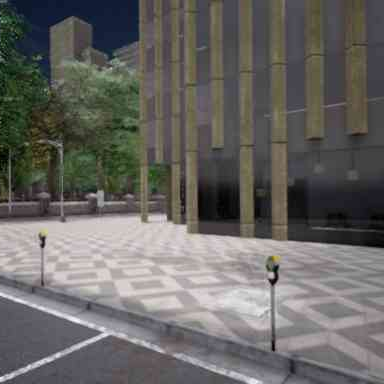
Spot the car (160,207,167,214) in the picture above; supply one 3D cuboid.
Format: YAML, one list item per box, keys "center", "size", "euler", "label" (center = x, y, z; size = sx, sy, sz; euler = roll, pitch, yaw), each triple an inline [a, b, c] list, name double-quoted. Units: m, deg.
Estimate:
- center: [-3.098, 2.721, 52.719]
  size: [1.837, 1.490, 4.892]
  euler: [-1, -2, 36]
  label: "car"
